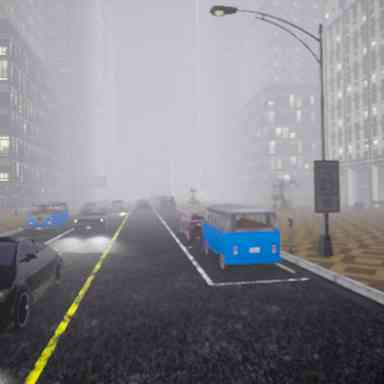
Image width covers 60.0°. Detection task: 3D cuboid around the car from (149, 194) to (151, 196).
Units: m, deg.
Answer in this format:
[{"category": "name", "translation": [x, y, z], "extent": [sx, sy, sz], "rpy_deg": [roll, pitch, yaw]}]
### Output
[{"category": "car", "translation": [-6.264, 1.404, 59.911], "extent": [2.192, 1.841, 5.009], "rpy_deg": [-1, 0, -9]}]

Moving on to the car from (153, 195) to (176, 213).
[{"category": "car", "translation": [-2.916, 1.354, 38.008], "extent": [2.192, 1.841, 5.009], "rpy_deg": [-1, 0, -9]}]

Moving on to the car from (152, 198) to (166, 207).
[{"category": "car", "translation": [-5.423, 1.642, 54.435], "extent": [1.947, 1.339, 4.313], "rpy_deg": [-1, 0, -9]}]

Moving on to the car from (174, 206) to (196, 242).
[{"category": "car", "translation": [0.459, 1.530, 16.111], "extent": [1.887, 1.381, 4.507], "rpy_deg": [-1, 0, -9]}]

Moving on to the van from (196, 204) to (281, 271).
[{"category": "van", "translation": [1.382, 1.312, 10.651], "extent": [1.690, 1.788, 3.998], "rpy_deg": [-1, 0, -9]}]

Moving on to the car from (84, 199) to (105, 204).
[{"category": "car", "translation": [-11.195, 1.757, 36.741], "extent": [1.947, 1.339, 4.313], "rpy_deg": [-1, 0, -9]}]

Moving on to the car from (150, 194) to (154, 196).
[{"category": "car", "translation": [-4.590, 1.379, 48.960], "extent": [2.192, 1.841, 5.009], "rpy_deg": [-1, 0, -9]}]

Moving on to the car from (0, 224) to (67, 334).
[{"category": "car", "translation": [-3.976, 1.635, 6.633], "extent": [1.994, 1.385, 4.181], "rpy_deg": [-1, 0, -9]}]

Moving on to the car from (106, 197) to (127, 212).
[{"category": "car", "translation": [-9.088, 1.691, 40.733], "extent": [1.812, 1.442, 4.674], "rpy_deg": [-1, 0, -9]}]

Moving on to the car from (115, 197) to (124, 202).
[{"category": "car", "translation": [-18.729, 1.884, 86.022], "extent": [1.802, 1.307, 4.206], "rpy_deg": [-1, 0, -9]}]

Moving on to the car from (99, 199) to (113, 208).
[{"category": "car", "translation": [-13.706, 1.811, 53.168], "extent": [1.802, 1.307, 4.206], "rpy_deg": [-1, 0, -9]}]

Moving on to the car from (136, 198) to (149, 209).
[{"category": "car", "translation": [-7.183, 1.637, 48.241], "extent": [1.812, 1.442, 4.674], "rpy_deg": [-1, 0, -8]}]

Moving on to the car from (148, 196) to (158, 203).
[{"category": "car", "translation": [-8.559, 1.601, 72.731], "extent": [1.882, 1.535, 5.008], "rpy_deg": [-1, 0, -9]}]

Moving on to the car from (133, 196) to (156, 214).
[{"category": "car", "translation": [-5.323, 1.576, 36.233], "extent": [2.128, 1.511, 4.902], "rpy_deg": [-1, 0, -8]}]

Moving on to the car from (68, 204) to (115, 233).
[{"category": "car", "translation": [-6.169, 1.706, 20.992], "extent": [1.895, 1.301, 4.718], "rpy_deg": [-1, 0, -9]}]

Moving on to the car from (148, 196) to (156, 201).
[{"category": "car", "translation": [-10.446, 1.716, 87.289], "extent": [1.947, 1.339, 4.313], "rpy_deg": [-1, 0, -9]}]

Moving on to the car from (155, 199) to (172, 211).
[{"category": "car", "translation": [-3.750, 1.596, 43.483], "extent": [1.887, 1.381, 4.507], "rpy_deg": [-1, 0, -9]}]

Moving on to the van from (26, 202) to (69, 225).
[{"category": "van", "translation": [-8.687, 1.493, 20.314], "extent": [1.690, 1.788, 3.998], "rpy_deg": [-1, 0, -9]}]

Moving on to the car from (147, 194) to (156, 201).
[{"category": "car", "translation": [-11.287, 1.477, 92.765], "extent": [2.192, 1.841, 5.009], "rpy_deg": [-1, 0, -9]}]
